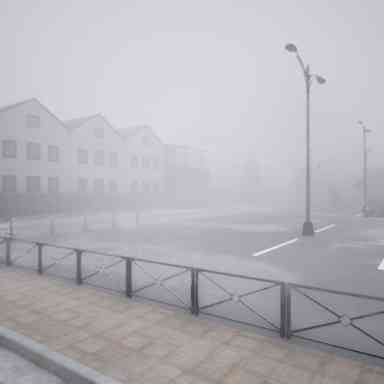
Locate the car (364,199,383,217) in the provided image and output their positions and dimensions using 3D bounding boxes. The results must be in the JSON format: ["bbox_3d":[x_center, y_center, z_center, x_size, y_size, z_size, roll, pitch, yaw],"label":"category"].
[{"bbox_3d":[15.239,1.297,26.935,2.007,1.523,4.514,0,0,35],"label":"car"}]
